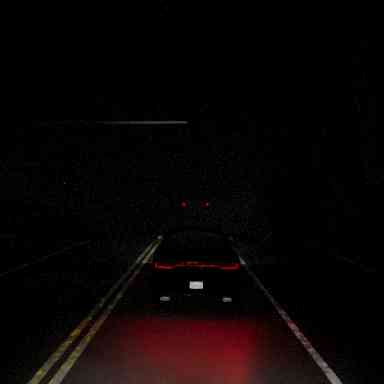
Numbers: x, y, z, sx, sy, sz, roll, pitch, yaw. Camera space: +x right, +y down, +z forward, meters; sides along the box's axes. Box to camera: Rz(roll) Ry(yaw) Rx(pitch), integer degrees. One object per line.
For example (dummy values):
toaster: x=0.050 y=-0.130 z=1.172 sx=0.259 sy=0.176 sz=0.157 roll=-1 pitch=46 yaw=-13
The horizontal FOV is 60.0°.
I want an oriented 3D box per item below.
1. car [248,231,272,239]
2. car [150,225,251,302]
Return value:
car: x=4.562 y=4.134 z=29.205 sx=5.008 sy=1.535 sz=1.882 roll=-7 pitch=-15 yaw=27
car: x=0.086 y=1.594 z=8.582 sx=1.882 sy=1.535 sz=5.008 roll=1 pitch=-1 yaw=0
